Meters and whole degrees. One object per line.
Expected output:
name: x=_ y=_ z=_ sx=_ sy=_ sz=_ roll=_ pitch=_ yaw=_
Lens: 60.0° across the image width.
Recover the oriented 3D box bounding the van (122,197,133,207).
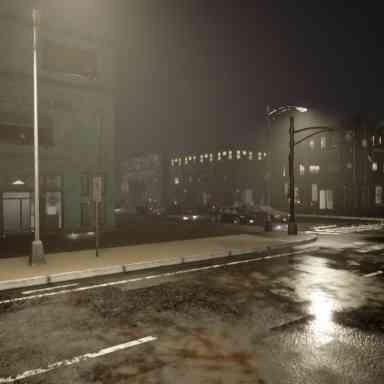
van: x=-10.835 y=1.906 z=60.596 sx=1.690 sy=1.788 sz=3.998 roll=-1 pitch=0 yaw=-35

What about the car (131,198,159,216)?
car: x=-4.819 y=1.845 z=37.697 sx=1.967 sy=1.590 sz=4.097 roll=-1 pitch=0 yaw=-35

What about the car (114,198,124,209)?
car: x=-13.666 y=2.136 z=54.769 sx=2.033 sy=1.411 sz=5.357 roll=-1 pitch=0 yaw=-35

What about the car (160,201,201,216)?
car: x=-1.360 y=1.917 z=37.324 sx=1.994 sy=1.385 sz=4.181 roll=-1 pitch=0 yaw=-36

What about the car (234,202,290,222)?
car: x=5.539 y=1.764 z=27.634 sx=2.033 sy=1.411 sz=5.357 roll=-1 pitch=0 yaw=-36

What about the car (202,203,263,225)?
car: x=3.133 y=1.814 z=26.322 sx=1.947 sy=1.339 sz=4.313 roll=-2 pitch=0 yaw=-35

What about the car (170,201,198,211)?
car: x=-1.199 y=1.965 z=47.068 sx=1.802 sy=1.307 sz=4.206 roll=-2 pitch=0 yaw=-35

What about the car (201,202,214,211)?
car: x=2.010 y=1.903 z=42.559 sx=1.802 sy=1.307 sz=4.206 roll=-2 pitch=0 yaw=-35

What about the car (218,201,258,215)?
car: x=5.220 y=1.809 z=38.050 sx=2.008 sy=1.369 sz=4.403 roll=-2 pitch=0 yaw=-35
